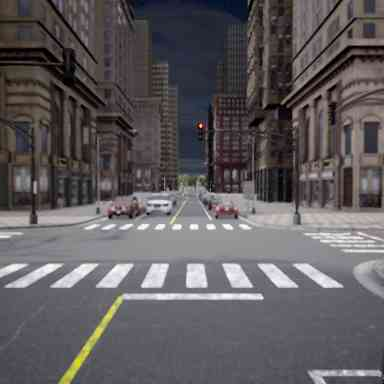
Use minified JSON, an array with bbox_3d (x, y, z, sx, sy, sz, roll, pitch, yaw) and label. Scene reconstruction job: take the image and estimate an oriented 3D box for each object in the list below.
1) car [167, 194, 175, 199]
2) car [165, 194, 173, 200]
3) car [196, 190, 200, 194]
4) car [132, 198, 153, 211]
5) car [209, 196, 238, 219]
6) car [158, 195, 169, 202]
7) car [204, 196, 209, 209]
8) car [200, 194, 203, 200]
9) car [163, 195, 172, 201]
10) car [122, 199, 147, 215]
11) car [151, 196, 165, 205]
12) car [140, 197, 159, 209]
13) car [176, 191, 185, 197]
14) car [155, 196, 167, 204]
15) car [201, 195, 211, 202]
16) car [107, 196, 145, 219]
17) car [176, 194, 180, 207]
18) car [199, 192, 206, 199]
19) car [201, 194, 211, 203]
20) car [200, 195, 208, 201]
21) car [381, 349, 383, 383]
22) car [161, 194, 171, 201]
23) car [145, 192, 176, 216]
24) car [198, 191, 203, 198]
[{"bbox_3d":[-5.686,1.199,89.433,1.947,1.339,4.313,-1,0,0],"label":"car"},{"bbox_3d":[-5.692,1.202,83.721,1.752,1.417,4.829,-1,0,0],"label":"car"},{"bbox_3d":[2.832,0.990,83.884,2.192,1.841,5.009,-1,0,0],"label":"car"},{"bbox_3d":[-5.737,1.424,39.392,1.752,1.417,4.829,-1,0,0],"label":"car"},{"bbox_3d":[2.777,1.374,28.481,1.967,1.590,4.097,-1,0,0],"label":"car"},{"bbox_3d":[-5.708,1.363,67.268,1.802,1.307,4.206,-1,0,0],"label":"car"},{"bbox_3d":[2.789,1.464,39.562,1.947,1.339,4.313,-1,0,0],"label":"car"},{"bbox_3d":[2.806,1.417,56.183,1.802,1.307,4.206,-1,0,0],"label":"car"},{"bbox_3d":[-5.697,1.296,78.350,1.802,1.307,4.206,-1,0,0],"label":"car"},{"bbox_3d":[-5.742,1.443,33.852,1.752,1.417,4.829,-1,0,0],"label":"car"},{"bbox_3d":[-5.720,1.401,56.185,1.947,1.339,4.313,-1,0,0],"label":"car"},{"bbox_3d":[-5.731,1.445,45.103,1.947,1.339,4.313,-1,0,0],"label":"car"},{"bbox_3d":[-2.941,1.009,63.348,1.994,1.385,4.181,0,0,0],"label":"car"},{"bbox_3d":[-5.714,1.376,61.726,1.947,1.339,4.313,-1,0,0],"label":"car"},{"bbox_3d":[2.817,1.306,67.434,1.752,1.417,4.829,-1,0,0],"label":"car"},{"bbox_3d":[-5.750,1.249,28.480,2.192,1.841,5.009,-1,0,0],"label":"car"},{"bbox_3d":[-3.039,1.374,47.361,1.837,1.490,4.892,0,0,0],"label":"car"},{"bbox_3d":[2.810,1.250,61.723,1.967,1.590,4.097,-1,0,0],"label":"car"},{"bbox_3d":[2.800,1.423,50.642,1.947,1.339,4.313,-1,0,0],"label":"car"},{"bbox_3d":[2.828,1.296,78.346,1.802,1.307,4.206,-1,0,0],"label":"car"},{"bbox_3d":[2.752,1.547,1.642,2.008,1.369,4.403,-1,0,0],"label":"car"},{"bbox_3d":[-5.704,1.190,72.808,1.967,1.590,4.097,-1,0,0],"label":"car"},{"bbox_3d":[-3.065,1.145,32.005,2.150,2.045,5.566,0,0,0],"label":"car"},{"bbox_3d":[2.821,1.190,72.804,1.967,1.590,4.097,-1,0,0],"label":"car"}]
